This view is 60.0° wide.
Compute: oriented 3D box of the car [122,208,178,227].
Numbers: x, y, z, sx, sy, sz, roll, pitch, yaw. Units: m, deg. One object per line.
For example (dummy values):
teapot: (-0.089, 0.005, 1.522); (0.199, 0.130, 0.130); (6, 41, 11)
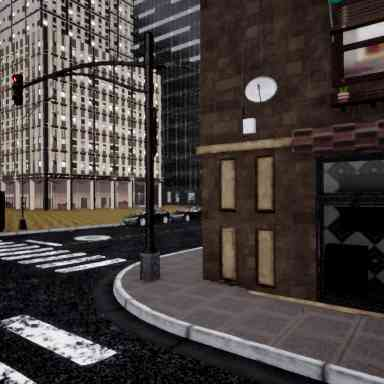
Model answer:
car: (-3.481, 1.893, 25.922); (2.008, 1.369, 4.403); (-2, -2, 35)

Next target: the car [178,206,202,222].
car: (-0.272, 1.975, 30.474); (2.008, 1.369, 4.403); (-2, -2, 35)
